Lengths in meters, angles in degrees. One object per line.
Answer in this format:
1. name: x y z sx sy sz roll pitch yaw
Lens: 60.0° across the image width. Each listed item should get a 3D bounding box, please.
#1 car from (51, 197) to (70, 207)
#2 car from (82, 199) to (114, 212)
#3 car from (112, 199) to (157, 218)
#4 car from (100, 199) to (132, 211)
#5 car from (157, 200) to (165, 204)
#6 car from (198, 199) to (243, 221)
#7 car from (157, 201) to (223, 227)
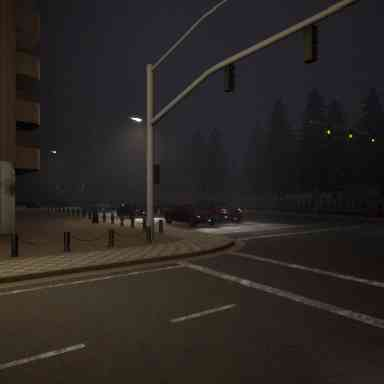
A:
1. car: -20.499 1.536 51.781 1.882 1.535 5.008 0 0 -36
2. car: -11.119 1.656 38.602 1.895 1.301 4.718 0 0 -36
3. car: -5.378 1.619 30.617 1.994 1.385 4.181 0 0 -36
4. car: -9.880 1.603 42.880 2.033 1.411 5.357 0 0 -35
5. car: -3.316 1.547 33.749 2.128 1.511 4.902 0 0 -36
6. car: 1.919 1.407 26.478 2.097 1.767 4.553 0 0 -36
7. car: -0.262 1.581 23.547 1.812 1.442 4.674 0 0 -37
